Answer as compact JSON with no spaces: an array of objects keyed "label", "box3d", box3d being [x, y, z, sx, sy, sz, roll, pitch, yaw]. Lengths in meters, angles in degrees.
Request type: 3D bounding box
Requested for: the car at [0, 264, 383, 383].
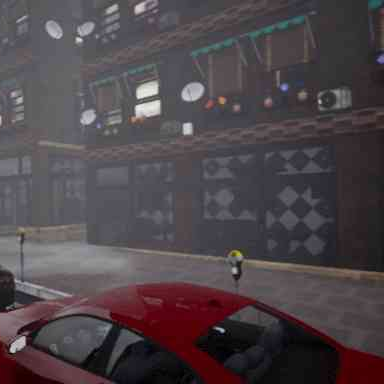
[{"label":"car","box3d":[-0.447,1.543,3.049,4.507,1.381,1.887,0,-1,35]}]
